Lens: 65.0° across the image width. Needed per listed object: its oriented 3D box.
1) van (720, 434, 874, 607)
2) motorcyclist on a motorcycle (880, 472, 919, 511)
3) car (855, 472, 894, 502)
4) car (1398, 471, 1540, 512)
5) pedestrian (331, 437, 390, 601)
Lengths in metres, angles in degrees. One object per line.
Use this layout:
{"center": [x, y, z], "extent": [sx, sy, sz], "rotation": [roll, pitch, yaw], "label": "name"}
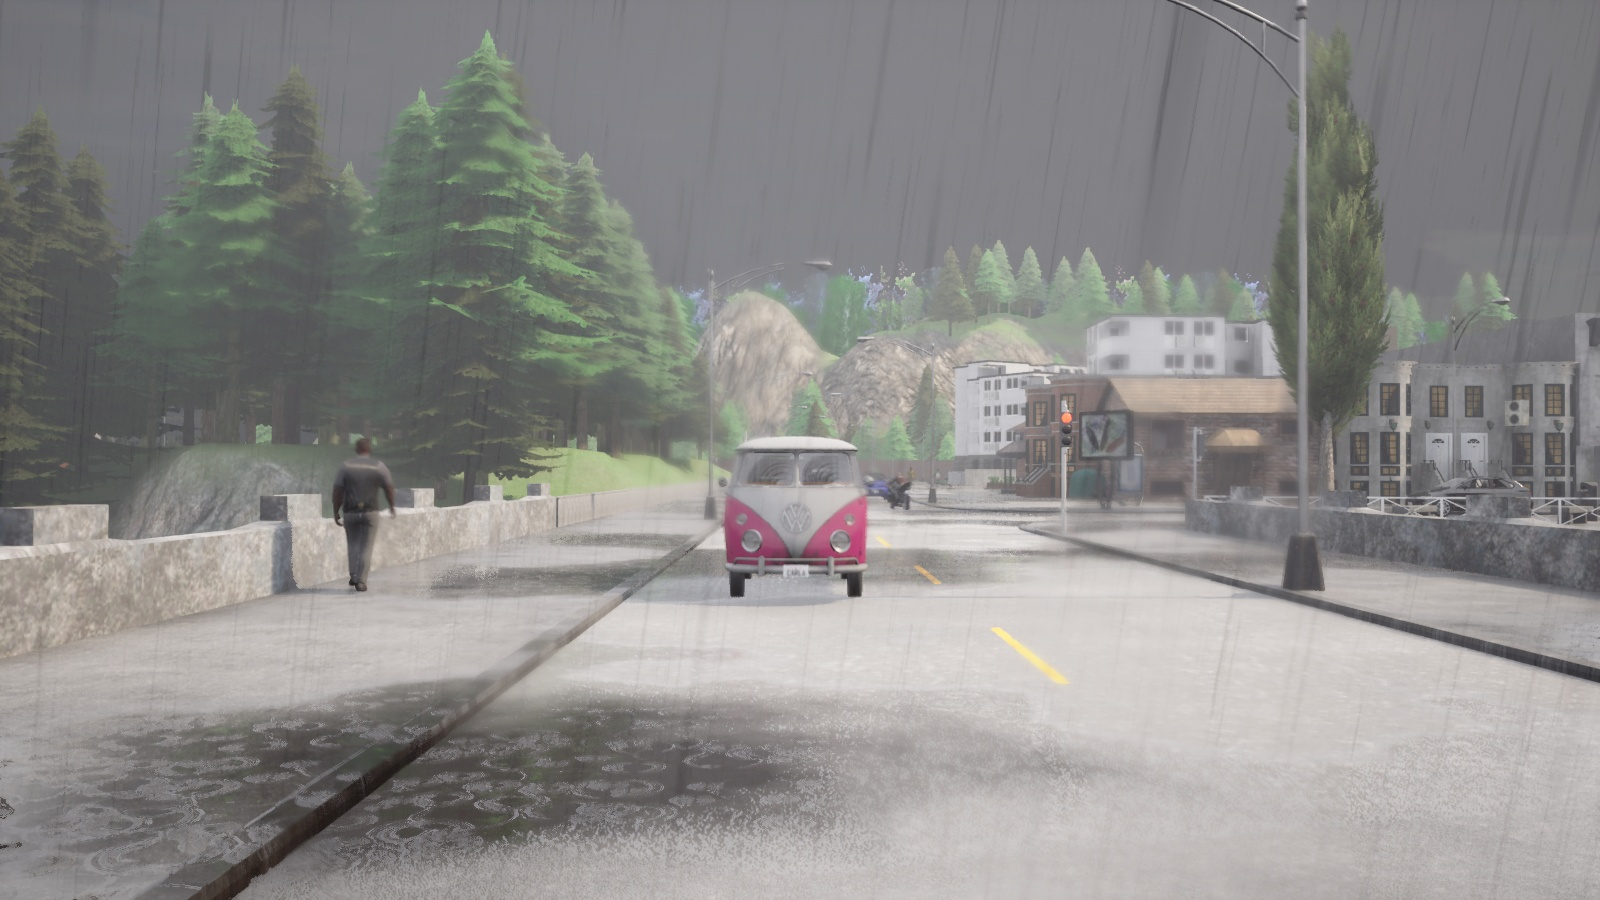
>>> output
{"center": [-0.042, 0.847, 16.675], "extent": [1.775, 1.987, 4.442], "rotation": [0, -1, 0], "label": "van"}
{"center": [4.073, 1.693, 51.420], "extent": [0.866, 1.530, 2.191], "rotation": [1, -1, -16], "label": "motorcyclist on a motorcycle"}
{"center": [3.842, 1.907, 65.310], "extent": [1.816, 1.474, 4.193], "rotation": [0, -1, 0], "label": "car"}
{"center": [24.318, 1.497, 45.737], "extent": [4.193, 1.474, 1.816], "rotation": [0, -1, 0], "label": "car"}
{"center": [-5.185, 0.794, 14.846], "extent": [0.563, 1.883, 0.849], "rotation": [0, -1, -13], "label": "pedestrian"}
